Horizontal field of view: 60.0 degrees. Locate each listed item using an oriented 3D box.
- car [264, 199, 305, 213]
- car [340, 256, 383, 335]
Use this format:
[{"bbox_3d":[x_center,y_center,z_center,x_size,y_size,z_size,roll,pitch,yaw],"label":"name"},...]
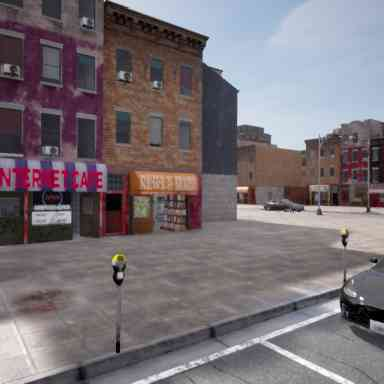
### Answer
[{"bbox_3d":[10.197,1.559,37.071,1.837,1.490,4.892,1,0,-35],"label":"car"},{"bbox_3d":[4.467,1.567,5.979,4.313,1.339,1.947,0,0,-35],"label":"car"}]
